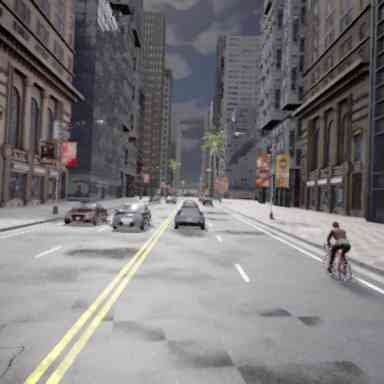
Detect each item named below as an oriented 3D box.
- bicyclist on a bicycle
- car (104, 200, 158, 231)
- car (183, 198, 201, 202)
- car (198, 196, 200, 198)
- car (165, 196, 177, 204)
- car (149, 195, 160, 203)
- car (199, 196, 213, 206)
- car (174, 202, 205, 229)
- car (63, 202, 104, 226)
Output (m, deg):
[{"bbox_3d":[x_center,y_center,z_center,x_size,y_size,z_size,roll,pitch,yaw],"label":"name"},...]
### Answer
[{"bbox_3d":[4.010,1.648,9.190,0.582,1.620,1.656,2,-1,0],"label":"bicyclist on a bicycle"},{"bbox_3d":[-3.571,1.433,20.479,2.128,1.511,4.902,2,0,0],"label":"car"},{"bbox_3d":[-0.302,1.666,41.175,1.994,1.385,4.181,2,0,0],"label":"car"},{"bbox_3d":[2.502,1.767,82.661,2.128,1.511,4.902,2,0,0],"label":"car"},{"bbox_3d":[-3.834,1.524,61.483,2.033,1.411,5.357,2,0,0],"label":"car"},{"bbox_3d":[-7.091,1.331,63.599,1.837,1.490,4.892,2,0,0],"label":"car"},{"bbox_3d":[2.780,1.728,61.316,1.837,1.490,4.892,2,0,0],"label":"car"},{"bbox_3d":[-0.147,1.643,22.364,1.994,1.385,4.181,2,0,0],"label":"car"},{"bbox_3d":[-6.831,1.384,21.873,1.994,1.385,4.181,2,0,0],"label":"car"}]
